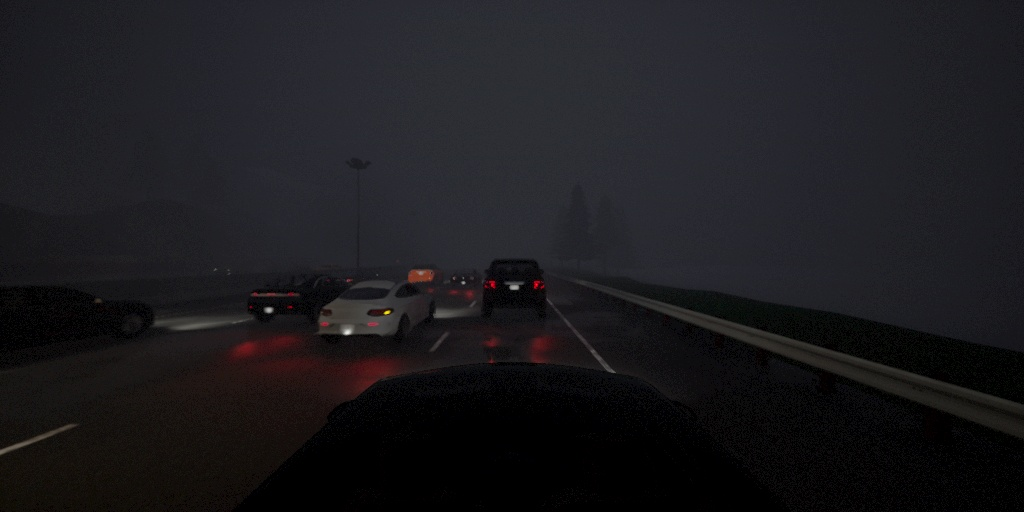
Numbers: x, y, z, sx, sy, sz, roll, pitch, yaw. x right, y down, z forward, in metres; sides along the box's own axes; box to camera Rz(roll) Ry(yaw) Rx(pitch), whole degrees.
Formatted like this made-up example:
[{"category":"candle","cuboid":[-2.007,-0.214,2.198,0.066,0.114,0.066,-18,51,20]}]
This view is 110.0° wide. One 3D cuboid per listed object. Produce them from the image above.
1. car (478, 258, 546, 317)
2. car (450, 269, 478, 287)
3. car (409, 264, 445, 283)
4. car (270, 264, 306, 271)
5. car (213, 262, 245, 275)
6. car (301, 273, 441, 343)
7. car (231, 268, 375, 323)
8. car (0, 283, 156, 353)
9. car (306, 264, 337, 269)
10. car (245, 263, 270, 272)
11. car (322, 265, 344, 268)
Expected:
[{"category":"car","cuboid":[0.088,1.104,13.970,2.150,2.045,5.566,0,0,0]},{"category":"car","cuboid":[-3.419,1.627,27.451,1.895,1.301,4.718,0,-1,0]},{"category":"car","cuboid":[-6.915,1.398,29.373,2.097,1.767,4.553,0,-1,0]},{"category":"car","cuboid":[-24.741,1.662,40.969,2.128,1.511,4.902,0,-1,-2]},{"category":"car","cuboid":[-31.729,1.524,41.133,2.097,1.767,4.553,0,-1,-2]},{"category":"car","cuboid":[-3.431,1.363,9.835,1.812,1.442,4.674,0,0,1]},{"category":"car","cuboid":[-6.919,1.358,12.644,2.128,1.511,4.902,0,-1,0]},{"category":"car","cuboid":[-10.446,1.318,7.533,1.837,1.490,4.892,0,0,1]},{"category":"car","cuboid":[-21.257,1.654,41.478,1.882,1.535,5.008,0,-1,-2]},{"category":"car","cuboid":[-28.272,1.675,42.077,2.128,1.511,4.902,0,-1,-2]},{"category":"car","cuboid":[-10.435,1.539,24.237,2.033,1.411,5.357,0,-1,0]}]
